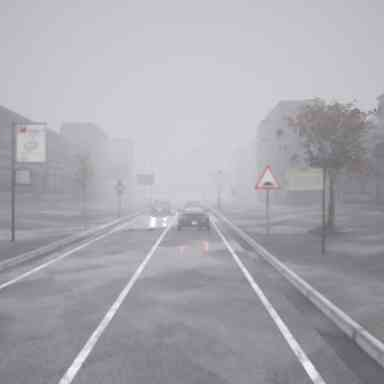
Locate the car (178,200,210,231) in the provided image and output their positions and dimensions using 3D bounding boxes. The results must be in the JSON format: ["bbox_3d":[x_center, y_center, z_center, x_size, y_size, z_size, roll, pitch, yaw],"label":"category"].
[{"bbox_3d":[0.120,1.490,20.351,1.812,1.442,4.674,1,0,0],"label":"car"}]

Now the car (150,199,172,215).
[{"bbox_3d":[-2.992,1.459,33.028,2.128,1.511,4.902,0,0,0],"label":"car"}]

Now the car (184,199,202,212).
[{"bbox_3d":[0.109,1.547,38.381,1.994,1.385,4.181,0,0,0],"label":"car"}]
